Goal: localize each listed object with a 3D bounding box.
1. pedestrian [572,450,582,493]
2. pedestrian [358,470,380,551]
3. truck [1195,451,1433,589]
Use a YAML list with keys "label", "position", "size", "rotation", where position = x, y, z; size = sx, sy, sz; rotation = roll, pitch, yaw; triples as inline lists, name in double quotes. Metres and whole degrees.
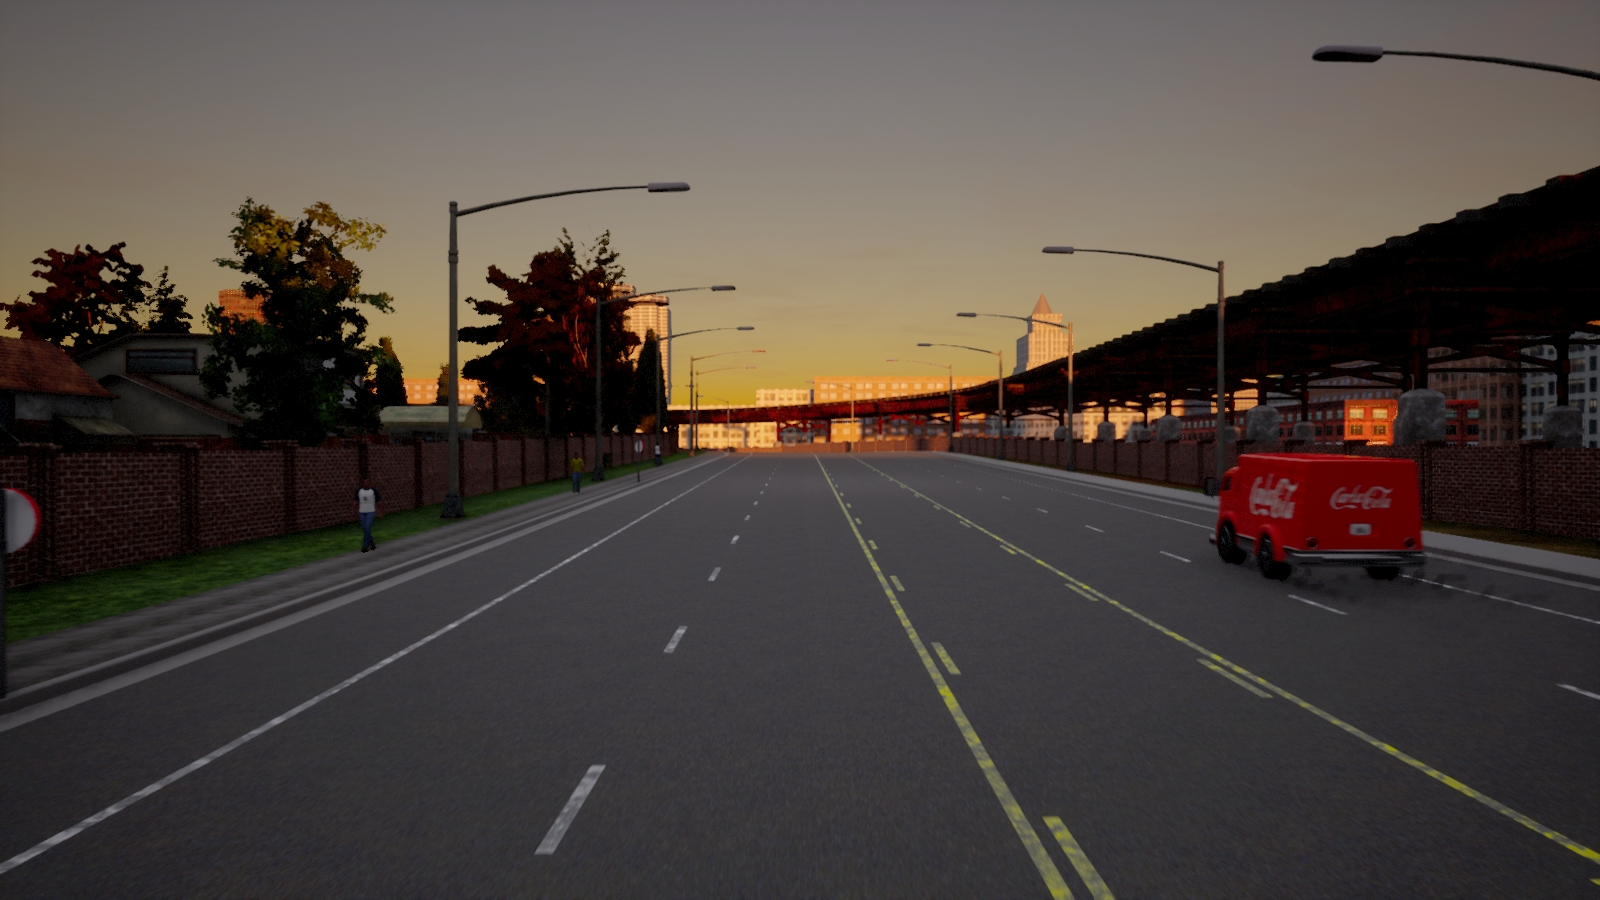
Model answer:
- label: "pedestrian"
  position: [-9.647, 0.925, 49.369]
  size: [0.375, 1.860, 0.375]
  rotation: [0, 0, -1]
- label: "pedestrian"
  position: [-9.942, 1.389, 26.356]
  size: [0.375, 1.860, 0.375]
  rotation: [0, 0, -2]
- label: "truck"
  position: [10.501, 1.315, 23.938]
  size: [2.627, 2.467, 5.204]
  rotation: [0, 1, 0]
